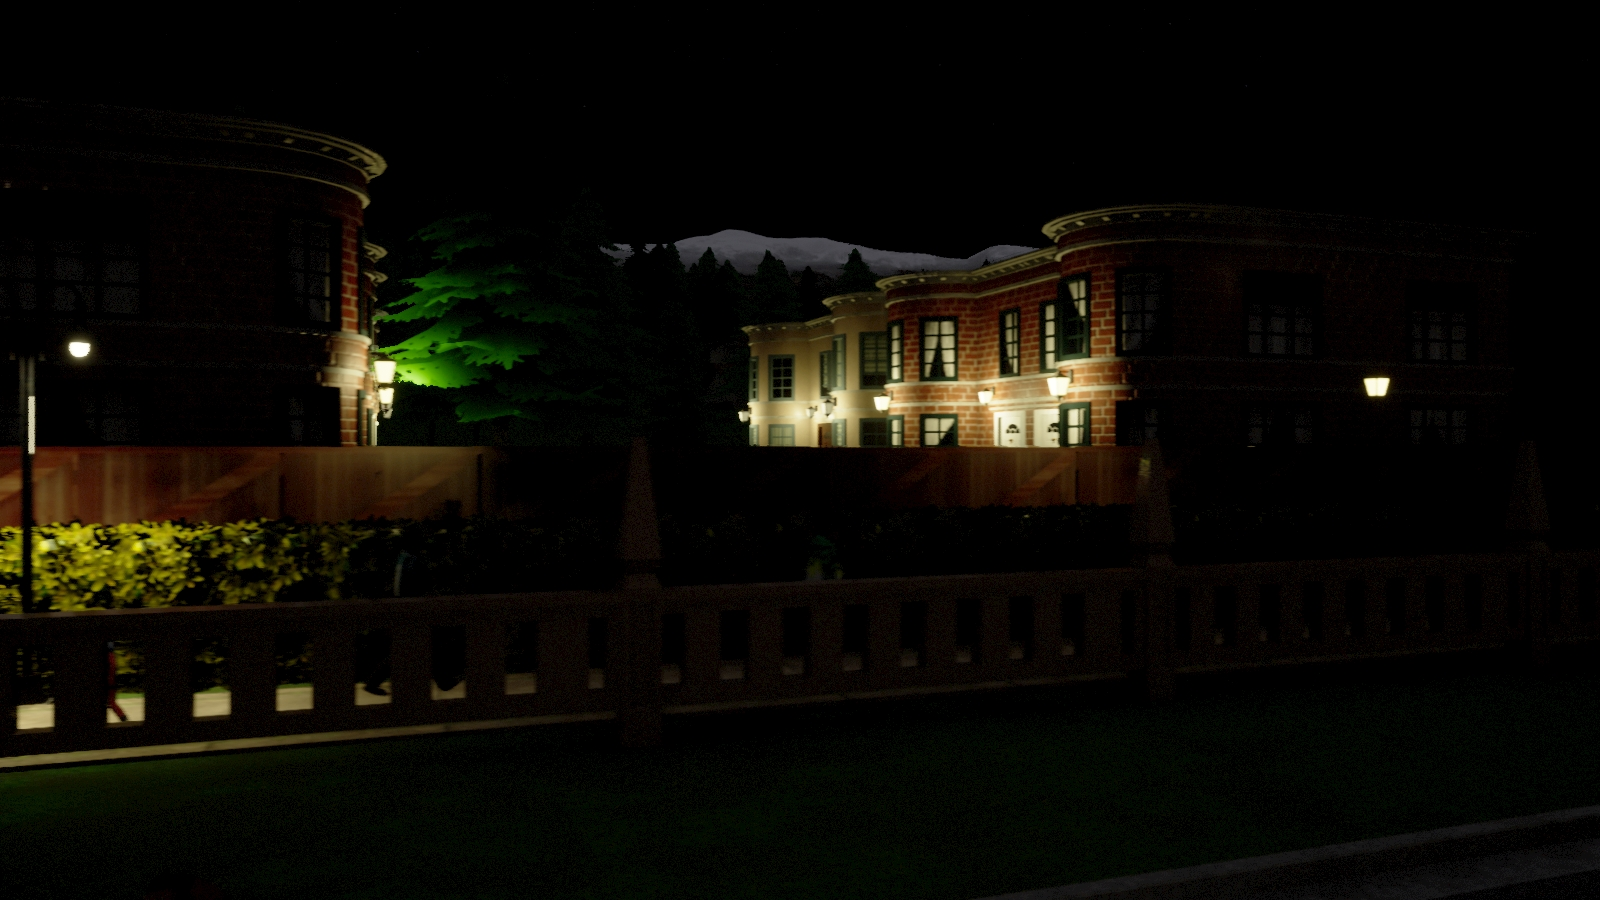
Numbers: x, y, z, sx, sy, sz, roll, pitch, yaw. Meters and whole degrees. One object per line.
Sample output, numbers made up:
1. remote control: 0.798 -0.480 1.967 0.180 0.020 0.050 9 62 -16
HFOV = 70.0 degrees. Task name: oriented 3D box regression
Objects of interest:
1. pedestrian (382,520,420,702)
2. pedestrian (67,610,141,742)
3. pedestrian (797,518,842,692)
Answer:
1. pedestrian: -4.244 1.694 12.159 0.375 1.860 0.375 0 0 -20
2. pedestrian: -6.449 2.077 10.606 0.500 1.100 0.500 0 0 -21
3. pedestrian: 0.213 1.695 12.664 0.375 1.860 0.375 0 0 -23
